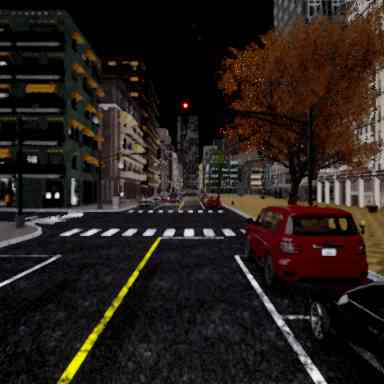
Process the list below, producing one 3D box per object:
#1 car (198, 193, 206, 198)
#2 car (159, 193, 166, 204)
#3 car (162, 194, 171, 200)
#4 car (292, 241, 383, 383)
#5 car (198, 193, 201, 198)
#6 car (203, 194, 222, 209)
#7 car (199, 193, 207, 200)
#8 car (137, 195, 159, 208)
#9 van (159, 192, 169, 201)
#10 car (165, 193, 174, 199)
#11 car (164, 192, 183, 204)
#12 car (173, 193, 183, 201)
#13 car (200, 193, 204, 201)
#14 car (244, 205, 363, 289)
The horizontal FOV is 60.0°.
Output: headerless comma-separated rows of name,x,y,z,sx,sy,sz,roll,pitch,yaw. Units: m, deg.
car,2.674,1.023,91.109,1.887,1.381,4.507,0,0,0
car,-5.699,1.229,52.380,2.008,1.369,4.403,0,0,0
car,-5.703,1.143,74.510,1.802,1.307,4.206,0,0,0
car,2.691,1.543,3.405,1.947,1.339,4.313,0,0,0
car,2.678,1.172,68.978,1.802,1.307,4.206,0,0,0
car,2.683,1.285,41.316,1.887,1.381,4.507,0,0,0
car,2.676,1.057,80.214,1.752,1.417,4.829,0,0,0
car,-5.697,1.291,41.314,2.008,1.369,4.403,0,0,0
van,-5.702,0.931,68.977,1.690,1.788,3.998,0,0,0
car,-5.706,0.945,85.575,1.967,1.590,4.097,0,0,0
car,-3.010,1.014,54.538,2.097,1.767,4.553,0,0,0
car,-3.014,1.041,72.835,1.882,1.535,5.008,0,0,0
car,2.681,1.203,52.551,1.752,1.417,4.829,0,0,0
car,2.691,1.256,8.927,2.192,1.841,5.009,0,0,0
